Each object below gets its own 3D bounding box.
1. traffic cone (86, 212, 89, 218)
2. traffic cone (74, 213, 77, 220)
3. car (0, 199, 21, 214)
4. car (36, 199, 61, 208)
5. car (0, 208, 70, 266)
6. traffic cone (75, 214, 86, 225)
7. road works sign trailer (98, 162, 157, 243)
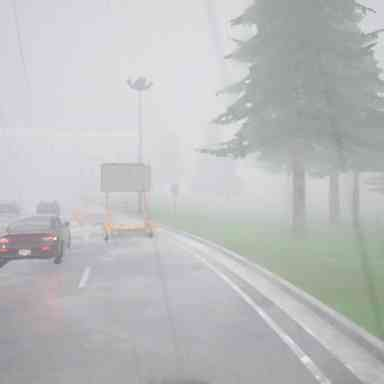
[{"bbox_3d":[-8.762,1.844,27.762,0.340,0.580,0.340,0,0,-23],"label":"traffic cone"},{"bbox_3d":[-8.102,1.864,23.693,0.340,0.580,0.340,0,0,-23],"label":"traffic cone"},{"bbox_3d":[-17.504,1.442,31.836,1.812,1.442,4.674,0,0,-23],"label":"car"},{"bbox_3d":[-12.803,1.392,29.736,2.128,1.511,4.902,0,0,-23],"label":"car"},{"bbox_3d":[-5.280,1.489,11.415,1.812,1.442,4.674,0,0,-17],"label":"car"},{"bbox_3d":[-7.312,1.870,21.855,0.340,0.580,0.340,0,0,-23],"label":"traffic cone"},{"bbox_3d":[-3.190,0.389,16.003,2.380,3.560,2.880,0,0,-23],"label":"road works sign trailer"}]
